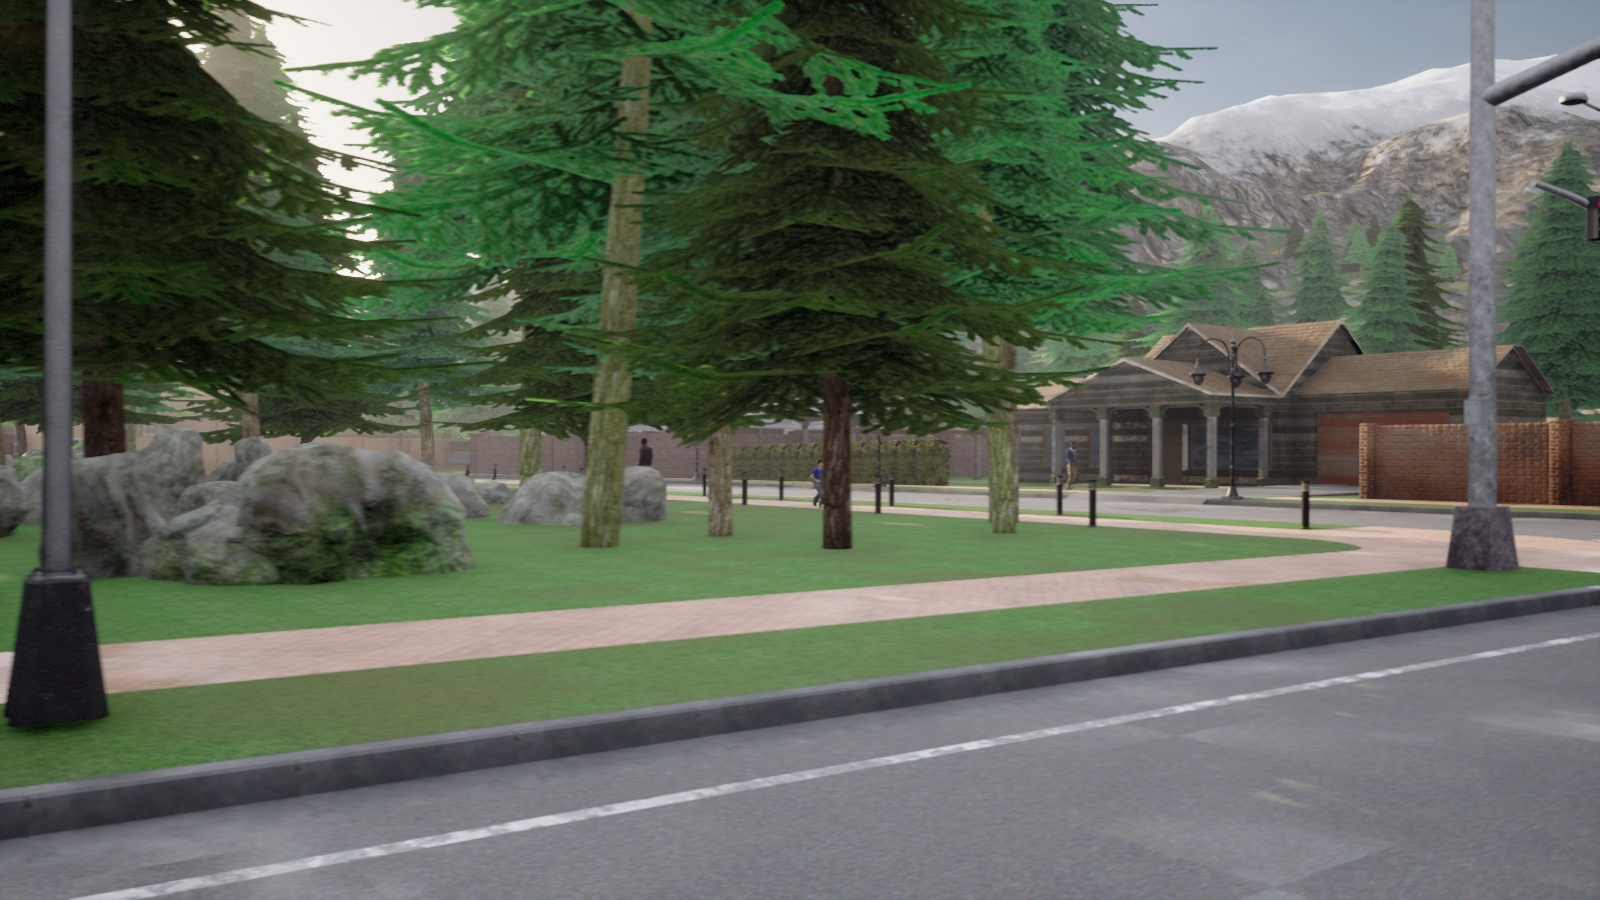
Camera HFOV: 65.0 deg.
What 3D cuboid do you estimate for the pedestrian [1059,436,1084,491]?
[{"bbox_3d":[9.681,0.485,44.783,0.423,1.949,0.788,0,0,-35],"label":"pedestrian"}]

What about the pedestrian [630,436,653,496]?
[{"bbox_3d":[-4.957,0.492,39.249,0.431,1.840,0.703,0,0,-39],"label":"pedestrian"}]

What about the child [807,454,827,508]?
[{"bbox_3d":[0.416,0.738,30.056,0.270,1.263,0.437,0,0,-36],"label":"child"}]
